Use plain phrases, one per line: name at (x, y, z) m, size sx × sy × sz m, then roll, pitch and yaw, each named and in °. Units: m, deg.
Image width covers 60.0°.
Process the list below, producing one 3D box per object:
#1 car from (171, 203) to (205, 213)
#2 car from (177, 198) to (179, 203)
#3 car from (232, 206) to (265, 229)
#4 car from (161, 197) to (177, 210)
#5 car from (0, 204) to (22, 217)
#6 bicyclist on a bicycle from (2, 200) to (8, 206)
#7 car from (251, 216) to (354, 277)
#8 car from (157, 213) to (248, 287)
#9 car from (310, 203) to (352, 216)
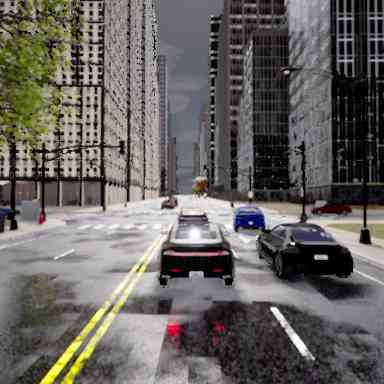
car at (-0.006, 1.703, 20.653) m, size 2.128 × 1.511 × 4.902 m, roll 0°, pitch -1°, yaw -2°
car at (-4.041, 2.164, 63.350) m, size 2.033 × 1.411 × 5.357 m, roll 0°, pitch -1°, yaw 0°
car at (3.763, 1.700, 22.215) m, size 1.882 × 1.535 × 5.008 m, roll 0°, pitch 0°, yaw 6°
car at (-3.906, 2.003, 53.532) m, size 1.882 × 1.535 × 5.008 m, roll 0°, pitch -1°, yaw -1°
car at (-20.241, 1.841, 33.689) m, size 5.357 × 1.411 × 2.033 m, roll 0°, pitch -1°, yaw 4°
bicyclist on a bicycle at (-25.174, 1.854, 44.666) m, size 0.582 × 1.620 × 1.656 m, roll 0°, pitch -1°, yaw 2°
car at (3.346, 1.674, 10.596) m, size 1.994 × 1.385 × 4.181 m, roll 0°, pitch 0°, yaw 0°
car at (0.098, 1.592, 9.625) m, size 2.128 × 1.511 × 4.902 m, roll 0°, pitch -1°, yaw 0°
car at (16.162, 2.013, 38.788) m, size 4.674 × 1.442 × 1.812 m, roll 0°, pitch -1°, yaw 2°
